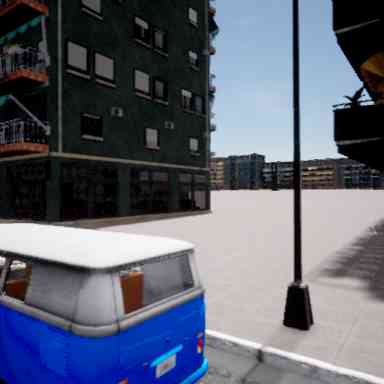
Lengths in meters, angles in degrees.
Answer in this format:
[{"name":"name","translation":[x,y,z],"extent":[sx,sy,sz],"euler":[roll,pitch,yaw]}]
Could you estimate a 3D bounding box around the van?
[{"name":"van","translation":[-1.745,1.356,4.122],"extent":[3.998,1.788,1.690],"euler":[0,0,36]}]
